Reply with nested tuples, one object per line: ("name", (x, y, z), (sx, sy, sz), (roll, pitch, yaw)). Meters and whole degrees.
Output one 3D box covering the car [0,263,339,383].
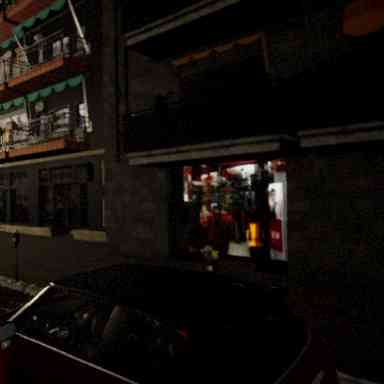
("car", (-0.795, 1.463, 3.304), (4.097, 1.590, 1.967), (-1, -1, 36))
